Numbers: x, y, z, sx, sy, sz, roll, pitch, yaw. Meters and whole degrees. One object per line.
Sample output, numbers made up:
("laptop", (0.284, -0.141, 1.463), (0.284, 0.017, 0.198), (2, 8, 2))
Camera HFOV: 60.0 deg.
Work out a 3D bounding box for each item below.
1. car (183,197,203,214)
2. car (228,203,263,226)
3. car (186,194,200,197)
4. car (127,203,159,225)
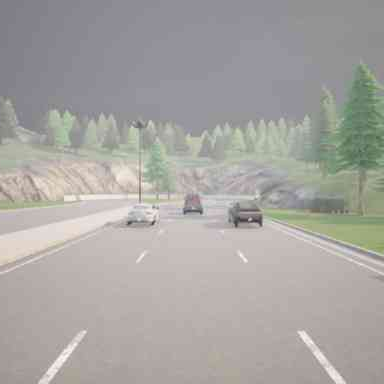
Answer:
("car", (0.098, 1.558, 34.605), (1.994, 1.385, 4.181), (0, 0, 0))
("car", (3.600, 1.487, 22.953), (2.128, 1.511, 4.902), (0, 0, 0))
("car", (0.092, 1.213, 44.042), (2.150, 2.045, 5.566), (0, 0, 0))
("car", (-3.400, 1.522, 23.691), (1.812, 1.442, 4.674), (0, 0, 0))
